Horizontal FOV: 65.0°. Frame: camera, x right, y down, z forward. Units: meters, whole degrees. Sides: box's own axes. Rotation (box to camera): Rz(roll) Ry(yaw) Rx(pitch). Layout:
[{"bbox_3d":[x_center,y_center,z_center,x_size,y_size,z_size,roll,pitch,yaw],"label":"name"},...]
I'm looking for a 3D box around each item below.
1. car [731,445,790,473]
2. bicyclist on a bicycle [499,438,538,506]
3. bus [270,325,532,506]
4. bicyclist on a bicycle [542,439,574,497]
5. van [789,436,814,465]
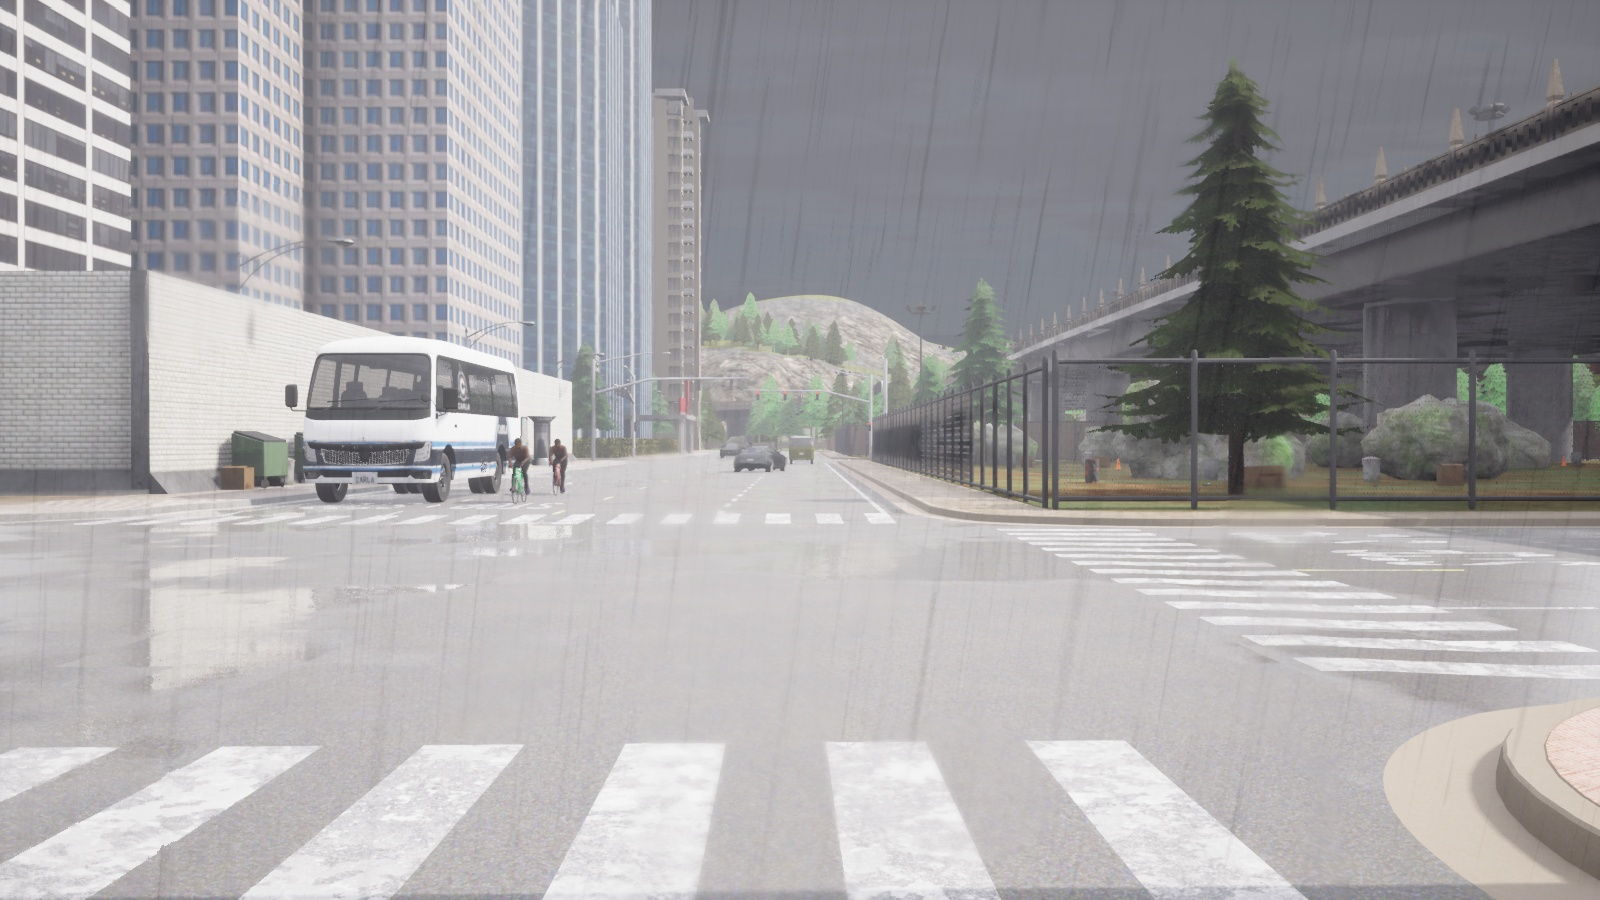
[{"bbox_3d":[-1.998,0.440,65.317,1.994,1.385,4.181,0,0,14],"label":"car"},{"bbox_3d":[-6.953,0.518,31.077,0.582,1.620,1.656,0,1,0],"label":"bicyclist on a bicycle"},{"bbox_3d":[-10.448,-0.833,34.565,3.944,4.253,10.273,0,0,0],"label":"bus"},{"bbox_3d":[-6.948,0.490,36.087,0.582,1.620,1.656,0,1,0],"label":"bicyclist on a bicycle"},{"bbox_3d":[0.106,-0.003,89.002,1.775,1.987,4.442,0,0,0],"label":"van"}]
